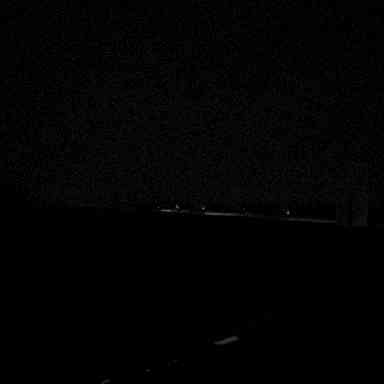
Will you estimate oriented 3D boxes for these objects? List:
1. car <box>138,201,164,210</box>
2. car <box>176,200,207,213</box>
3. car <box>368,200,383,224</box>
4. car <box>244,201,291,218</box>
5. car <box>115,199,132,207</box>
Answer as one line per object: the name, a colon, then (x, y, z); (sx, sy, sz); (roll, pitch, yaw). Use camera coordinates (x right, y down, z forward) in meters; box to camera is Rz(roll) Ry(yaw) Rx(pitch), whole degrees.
car: (-6.099, 1.922, 49.303); (1.895, 1.301, 4.718); (1, -1, -36)
car: (-0.107, 1.714, 40.947); (2.128, 1.511, 4.902); (1, -1, -36)
car: (13.787, 1.399, 22.486); (2.097, 1.767, 4.553); (1, -1, -42)
car: (6.983, 1.607, 31.113); (2.128, 1.511, 4.902); (1, -1, -36)
car: (-13.326, 2.031, 64.293); (1.882, 1.535, 5.008); (1, -1, -36)
